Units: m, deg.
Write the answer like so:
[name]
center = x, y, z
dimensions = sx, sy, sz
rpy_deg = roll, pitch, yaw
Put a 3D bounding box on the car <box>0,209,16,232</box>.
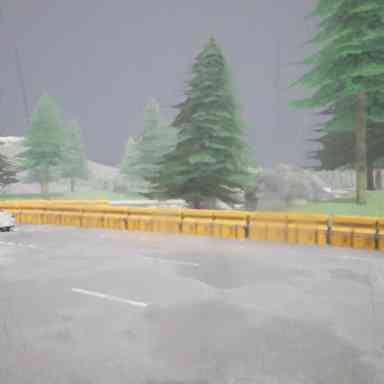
[car]
center = -11.274, 1.358, 17.102
dimensions = 4.674, 1.442, 1.812
rpy_deg = 1, 0, 20
